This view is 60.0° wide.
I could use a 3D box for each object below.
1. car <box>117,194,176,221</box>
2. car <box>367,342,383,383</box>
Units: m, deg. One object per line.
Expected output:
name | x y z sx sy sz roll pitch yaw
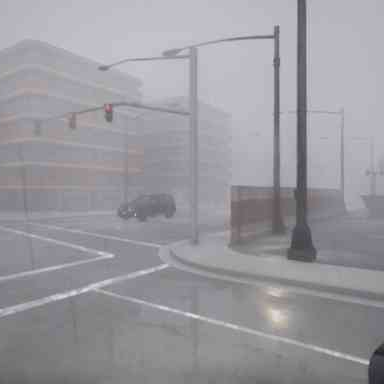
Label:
car | -3.561 1.223 27.401 2.150 2.045 5.566 0 1 35
car | 3.550 1.477 1.443 5.008 1.535 1.882 0 0 36
